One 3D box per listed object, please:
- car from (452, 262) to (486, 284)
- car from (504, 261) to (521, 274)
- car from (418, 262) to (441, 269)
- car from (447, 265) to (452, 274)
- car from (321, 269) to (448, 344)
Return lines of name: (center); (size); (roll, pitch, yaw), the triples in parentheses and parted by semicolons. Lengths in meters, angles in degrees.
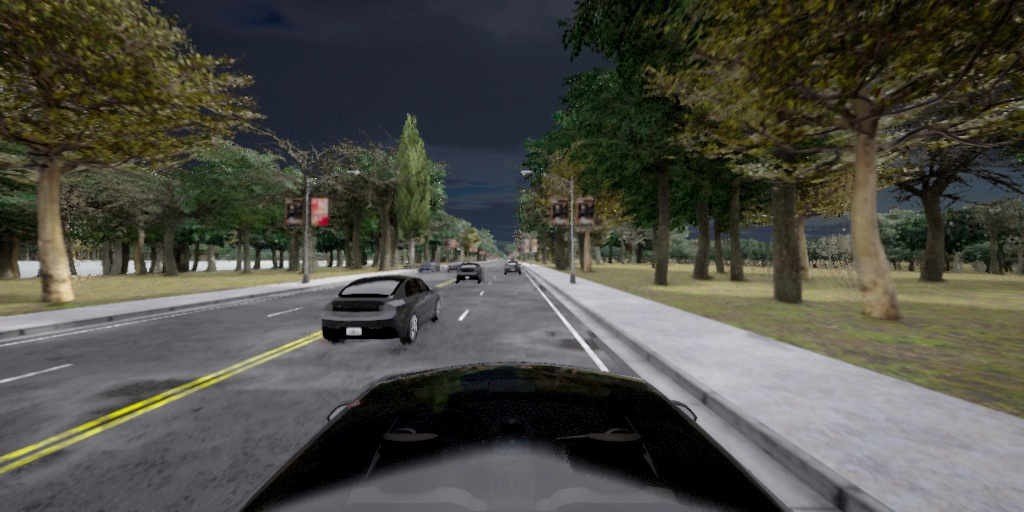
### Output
car: (-3.150, 1.283, 27.651); (1.837, 1.490, 4.892); (0, 0, 0)
car: (0.102, 1.342, 41.567); (1.812, 1.442, 4.674); (0, 0, 0)
car: (-9.826, 1.371, 43.237); (2.033, 1.411, 5.357); (0, 0, 0)
car: (-6.579, 1.370, 43.201); (2.033, 1.411, 5.357); (0, 0, 0)
car: (-3.151, 1.258, 9.572); (1.837, 1.490, 4.892); (0, 0, 0)
